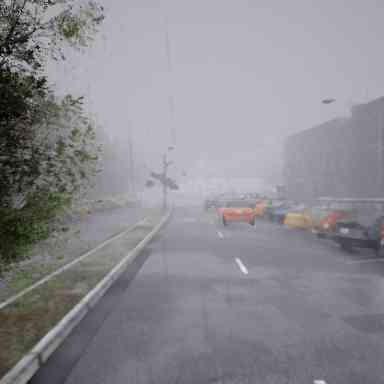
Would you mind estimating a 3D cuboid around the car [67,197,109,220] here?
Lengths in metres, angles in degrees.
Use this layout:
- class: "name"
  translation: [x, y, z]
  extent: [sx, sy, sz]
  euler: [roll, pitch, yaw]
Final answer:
- class: "car"
  translation: [-10.711, 1.518, 31.520]
  extent: [4.792, 1.488, 2.163]
  euler: [-1, 0, -21]

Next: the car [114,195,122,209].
- class: "car"
  translation: [-10.877, 1.485, 37.456]
  extent: [5.008, 1.535, 2.097]
  euler: [-1, 0, -22]

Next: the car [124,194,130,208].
- class: "car"
  translation: [-11.328, 1.483, 43.298]
  extent: [5.366, 1.575, 1.946]
  euler: [-1, 0, -23]

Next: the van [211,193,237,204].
- class: "van"
  translation: [5.859, 1.197, 61.207]
  extent: [4.442, 1.987, 1.878]
  euler: [1, 0, -25]

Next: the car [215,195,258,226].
- class: "car"
  translation: [3.025, 1.334, 23.630]
  extent: [2.097, 1.767, 4.553]
  euler: [0, 0, -1]

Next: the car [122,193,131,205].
- class: "car"
  translation: [-11.294, 1.356, 46.340]
  extent: [4.553, 1.767, 2.185]
  euler: [-1, 0, -23]

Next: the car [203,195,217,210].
- class: "car"
  translation: [2.468, 1.471, 42.677]
  extent: [1.837, 1.490, 4.892]
  euler: [0, 0, -3]

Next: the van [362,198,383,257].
- class: "van"
  translation: [7.657, 1.248, 9.939]
  extent: [4.442, 1.987, 1.878]
  euler: [1, 0, -20]

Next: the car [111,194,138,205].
- class: "car"
  translation: [-12.372, 1.351, 61.109]
  extent: [4.553, 1.767, 2.185]
  euler: [-1, 0, -25]

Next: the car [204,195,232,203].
- class: "car"
  translation: [5.253, 1.414, 67.195]
  extent: [5.366, 1.575, 1.946]
  euler: [1, 0, -26]

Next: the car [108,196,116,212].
- class: "car"
  translation: [-10.746, 1.516, 34.514]
  extent: [4.792, 1.488, 2.163]
  euler: [-1, 0, -22]

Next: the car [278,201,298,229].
- class: "car"
  translation: [7.915, 1.467, 19.092]
  extent: [5.366, 1.575, 1.946]
  euler: [1, 0, -20]

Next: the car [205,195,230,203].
- class: "car"
  translation: [5.308, 1.451, 70.255]
  extent: [4.792, 1.488, 2.163]
  euler: [1, 0, -26]

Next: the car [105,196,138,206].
- class: "car"
  translation: [-12.320, 1.478, 58.069]
  extent: [5.366, 1.575, 1.946]
  euler: [-1, 0, -24]

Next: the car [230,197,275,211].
- class: "car"
  translation: [7.288, 1.446, 40.153]
  extent: [5.008, 1.535, 2.097]
  euler: [1, 0, -23]

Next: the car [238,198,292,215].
- class: "car"
  translation: [7.491, 1.452, 34.118]
  extent: [5.008, 1.535, 2.097]
  euler: [1, 0, -22]

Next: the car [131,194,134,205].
- class: "car"
  translation: [-11.498, 1.521, 49.286]
  extent: [4.674, 1.452, 2.002]
  euler: [-1, 0, -23]

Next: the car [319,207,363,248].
- class: "car"
  translation: [7.787, 1.503, 13.008]
  extent: [4.792, 1.488, 2.163]
  euler: [1, 0, -20]

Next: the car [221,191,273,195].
- class: "car"
  translation: [7.126, 1.191, 43.156]
  extent: [5.566, 2.045, 2.435]
  euler: [1, 0, -23]

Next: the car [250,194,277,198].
- class: "car"
  translation: [7.617, 1.333, 28.072]
  extent: [4.553, 1.767, 2.185]
  euler: [1, 0, -21]

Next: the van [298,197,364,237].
- class: "van"
  translation: [7.649, 1.243, 15.964]
  extent: [4.442, 1.987, 1.878]
  euler: [1, 0, -20]

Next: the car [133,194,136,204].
- class: "car"
  translation: [-11.699, 1.520, 52.240]
  extent: [4.674, 1.452, 2.002]
  euler: [-1, 0, -24]

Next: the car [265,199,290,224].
- class: "car"
  translation: [7.731, 1.465, 22.035]
  extent: [5.008, 1.535, 2.097]
  euler: [1, 0, -21]

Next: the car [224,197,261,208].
- class: "car"
  translation: [6.989, 1.479, 46.193]
  extent: [4.674, 1.452, 2.002]
  euler: [1, 0, -23]

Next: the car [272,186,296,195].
- class: "car"
  translation: [22.893, -0.454, 82.956]
  extent: [2.435, 2.045, 5.566]
  euler: [-7, 4, -30]

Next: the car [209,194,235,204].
- class: "car"
  translation: [5.730, 1.296, 64.280]
  extent: [4.553, 1.767, 2.185]
  euler: [1, 0, -25]

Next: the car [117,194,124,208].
- class: "car"
  translation: [-11.045, 1.359, 40.408]
  extent: [4.553, 1.767, 2.185]
  euler: [-1, 0, -22]

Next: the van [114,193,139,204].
- class: "van"
  translation: [-12.569, 1.249, 64.097]
  extent: [4.442, 1.987, 1.878]
  euler: [-1, 0, -25]

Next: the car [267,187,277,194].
- class: "car"
  translation: [19.946, 0.126, 82.438]
  extent: [2.002, 1.452, 4.674]
  euler: [-7, 4, -30]

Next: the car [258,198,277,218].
- class: "car"
  translation: [7.675, 1.463, 25.053]
  extent: [4.892, 1.521, 2.231]
  euler: [1, 0, -21]

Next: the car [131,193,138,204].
- class: "car"
  translation: [-11.752, 1.473, 55.274]
  extent: [5.366, 1.575, 1.946]
  euler: [-1, 0, -24]
